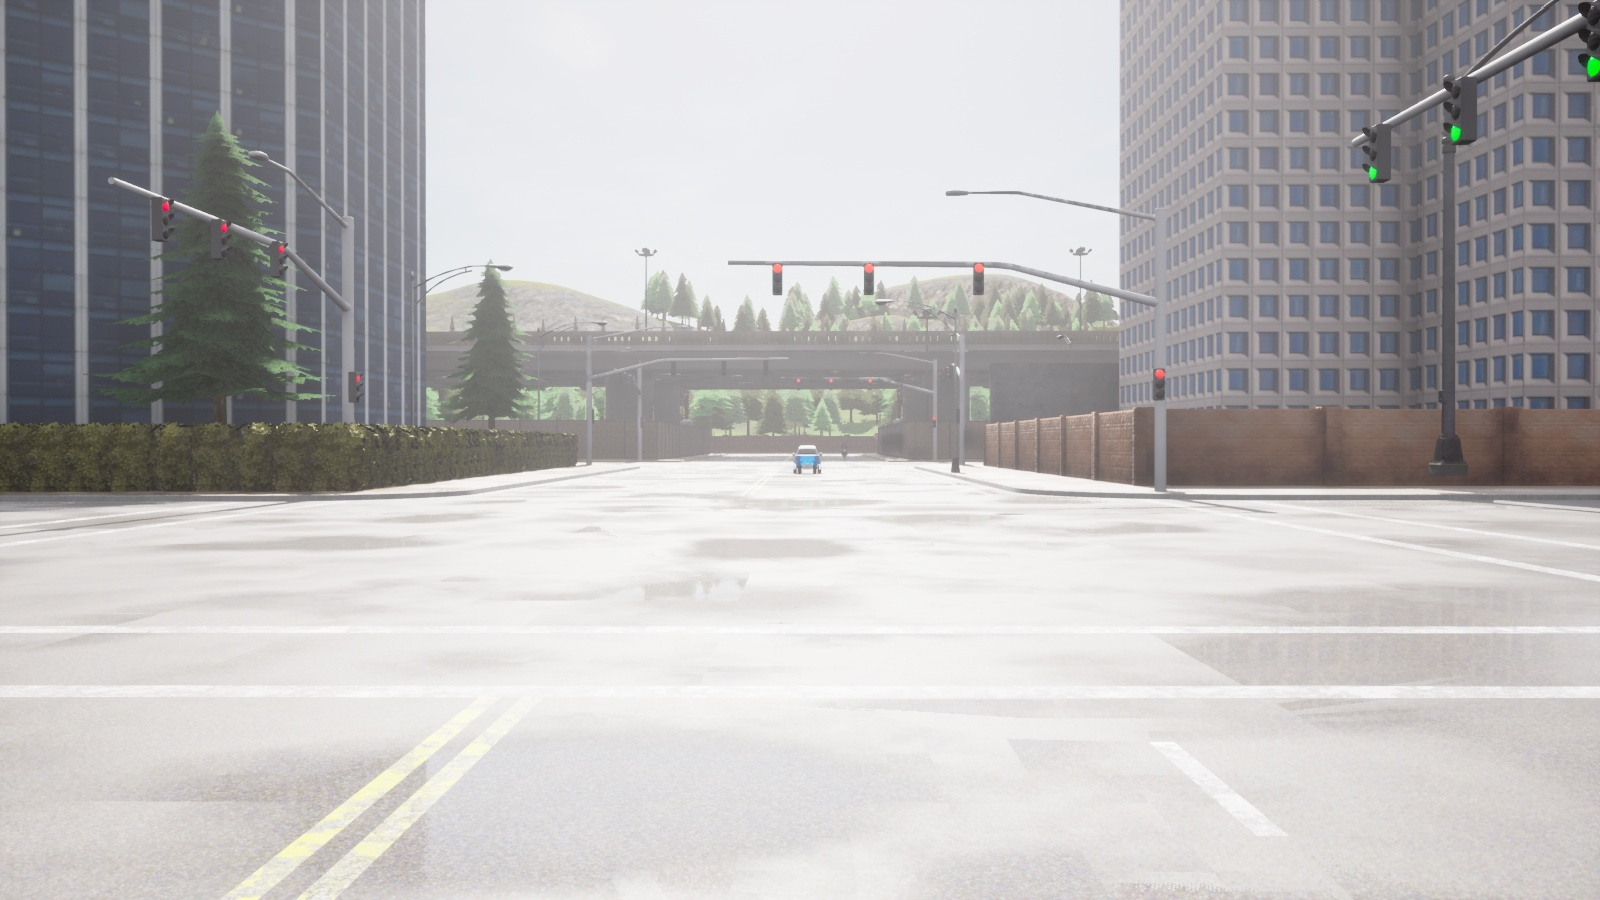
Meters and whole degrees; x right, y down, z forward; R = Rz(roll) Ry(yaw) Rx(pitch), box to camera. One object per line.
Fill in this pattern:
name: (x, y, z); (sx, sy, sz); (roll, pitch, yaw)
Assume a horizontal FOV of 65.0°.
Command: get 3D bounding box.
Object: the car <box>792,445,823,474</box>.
car: (0.356, 0.454, 61.571); (1.481, 1.376, 2.207); (0, 1, 0)
